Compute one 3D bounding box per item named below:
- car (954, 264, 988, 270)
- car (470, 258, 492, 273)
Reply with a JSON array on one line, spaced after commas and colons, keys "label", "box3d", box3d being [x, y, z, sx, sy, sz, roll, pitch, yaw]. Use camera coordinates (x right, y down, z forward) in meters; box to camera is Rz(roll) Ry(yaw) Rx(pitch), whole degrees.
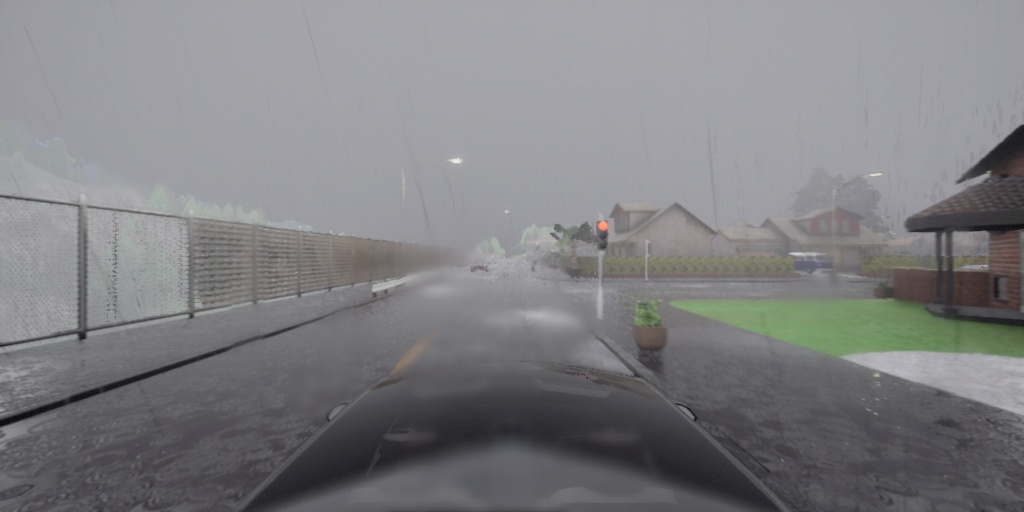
[{"label": "car", "box3d": [33.479, 1.303, 25.772, 4.674, 1.442, 1.812, 0, 0, 0]}, {"label": "car", "box3d": [-4.017, 1.099, 45.045, 2.097, 1.767, 4.553, 0, -1, 0]}]
